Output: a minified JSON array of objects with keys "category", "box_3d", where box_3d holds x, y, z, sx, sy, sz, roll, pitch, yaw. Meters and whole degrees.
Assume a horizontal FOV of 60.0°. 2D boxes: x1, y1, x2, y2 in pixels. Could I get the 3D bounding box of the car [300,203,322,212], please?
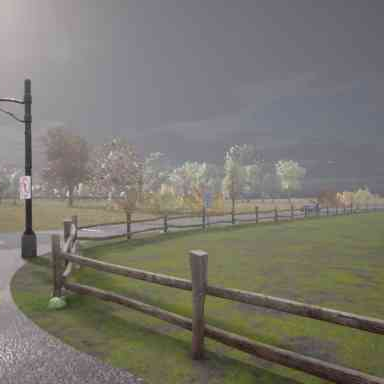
[{"category":"car","box_3d":[18.970,2.449,52.928,2.033,1.411,5.357,-1,-2,40]}]
